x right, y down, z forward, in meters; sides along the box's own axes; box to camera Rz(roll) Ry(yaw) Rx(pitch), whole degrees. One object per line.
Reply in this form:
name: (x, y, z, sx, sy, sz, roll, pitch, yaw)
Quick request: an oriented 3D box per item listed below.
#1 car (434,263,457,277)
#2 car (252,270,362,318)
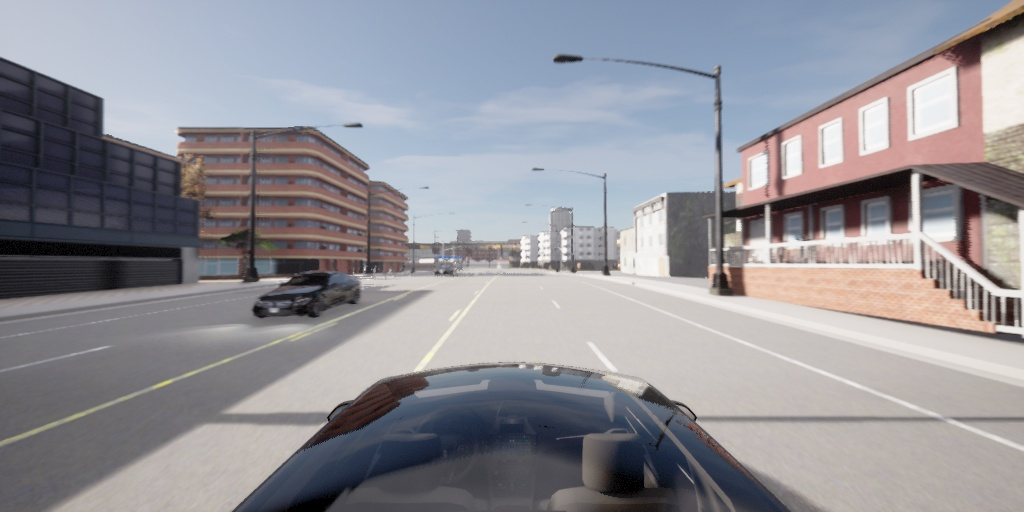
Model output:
car: (-6.986, 1.445, 38.074, 2.128, 1.511, 4.902, 0, -2, 0)
car: (-6.974, 1.279, 12.826, 1.812, 1.442, 4.674, 0, 1, 0)
